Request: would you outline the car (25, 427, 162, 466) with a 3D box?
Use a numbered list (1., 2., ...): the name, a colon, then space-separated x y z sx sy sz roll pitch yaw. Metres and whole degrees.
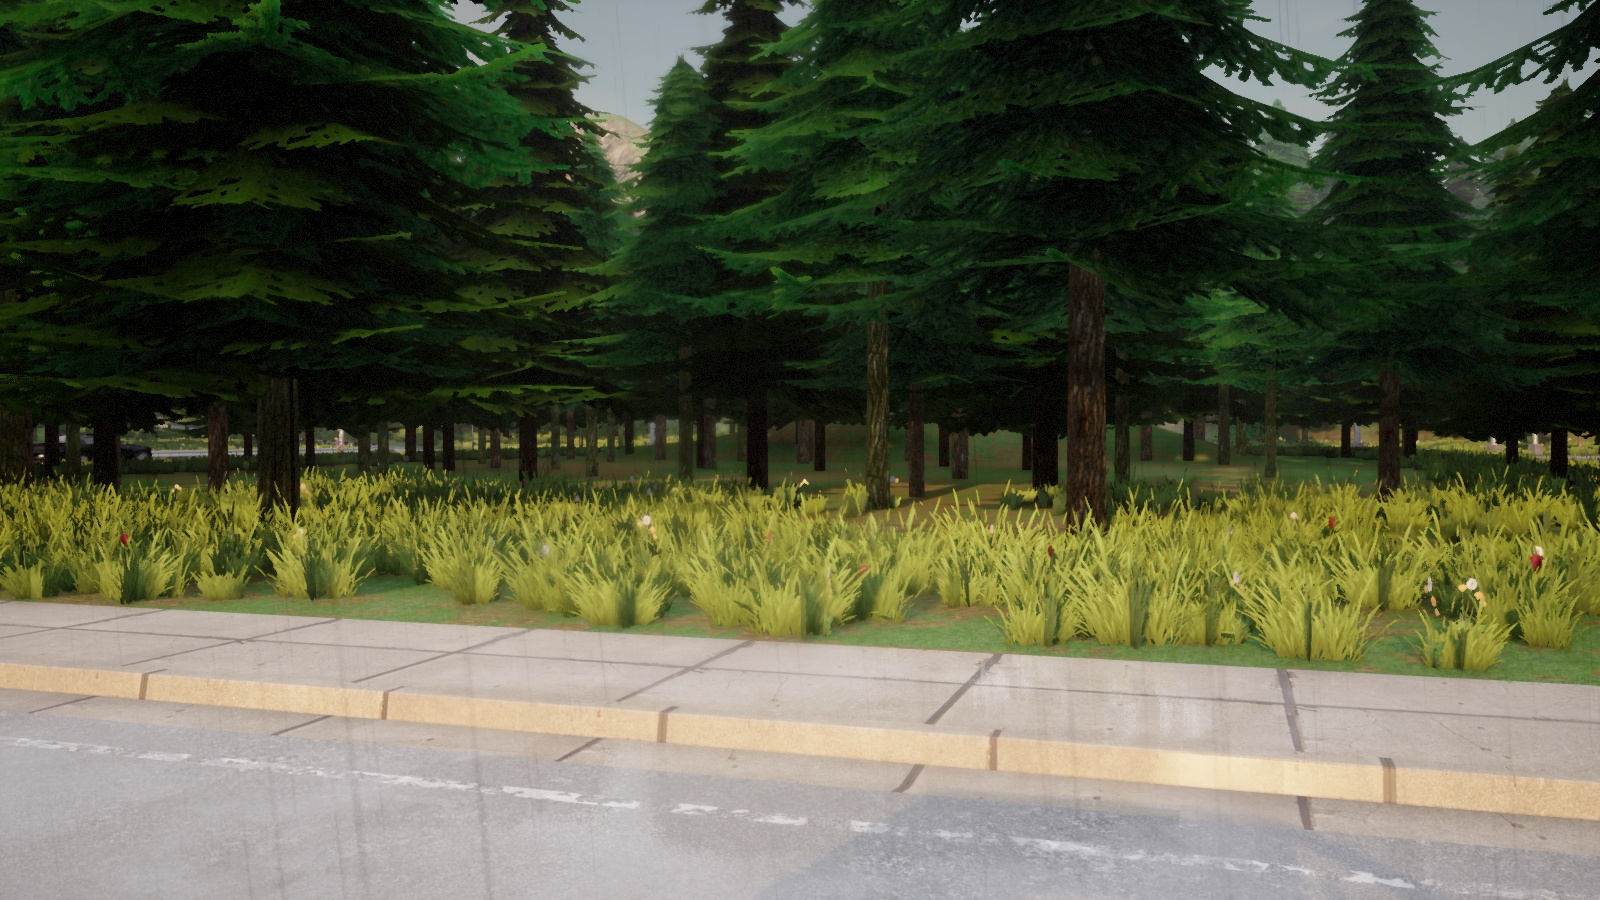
1. car: -29.459 -0.175 52.572 1.882 1.535 5.008 1 1 19
